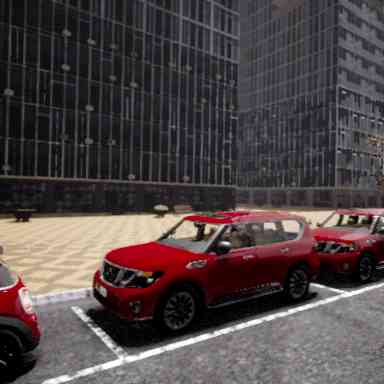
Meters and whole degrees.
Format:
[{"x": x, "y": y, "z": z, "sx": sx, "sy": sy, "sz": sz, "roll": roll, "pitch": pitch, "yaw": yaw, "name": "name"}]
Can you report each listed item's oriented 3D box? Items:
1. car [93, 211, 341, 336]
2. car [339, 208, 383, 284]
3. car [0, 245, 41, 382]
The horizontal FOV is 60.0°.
[{"x": 0.599, "y": 1.367, "z": 6.950, "sx": 5.009, "sy": 1.841, "sz": 2.192, "roll": 1, "pitch": 0, "yaw": -35, "name": "car"}, {"x": 5.221, "y": 1.451, "z": 10.193, "sx": 5.009, "sy": 1.841, "sz": 2.192, "roll": 1, "pitch": 0, "yaw": -35, "name": "car"}, {"x": -4.025, "y": 1.406, "z": 3.708, "sx": 4.097, "sy": 1.590, "sz": 1.967, "roll": 1, "pitch": 0, "yaw": -35, "name": "car"}]
